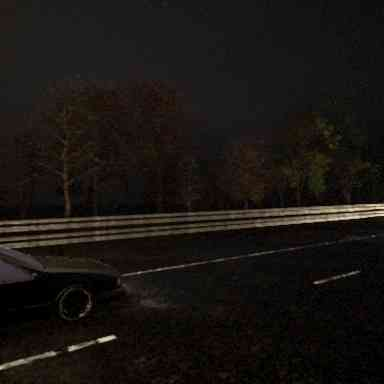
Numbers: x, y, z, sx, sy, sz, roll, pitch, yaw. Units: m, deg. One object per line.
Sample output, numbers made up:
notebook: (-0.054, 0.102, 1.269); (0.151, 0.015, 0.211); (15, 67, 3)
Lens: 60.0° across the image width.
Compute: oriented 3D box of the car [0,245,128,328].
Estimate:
car: (-3.843, 1.555, 5.425); (5.357, 1.411, 2.033); (0, 0, -35)
